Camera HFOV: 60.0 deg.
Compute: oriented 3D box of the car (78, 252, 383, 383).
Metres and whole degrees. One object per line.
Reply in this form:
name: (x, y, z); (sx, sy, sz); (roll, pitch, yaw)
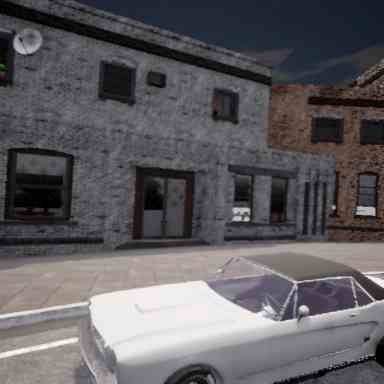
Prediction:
car: (0.997, 1.569, 4.417); (4.718, 1.301, 1.895); (1, 0, -25)
